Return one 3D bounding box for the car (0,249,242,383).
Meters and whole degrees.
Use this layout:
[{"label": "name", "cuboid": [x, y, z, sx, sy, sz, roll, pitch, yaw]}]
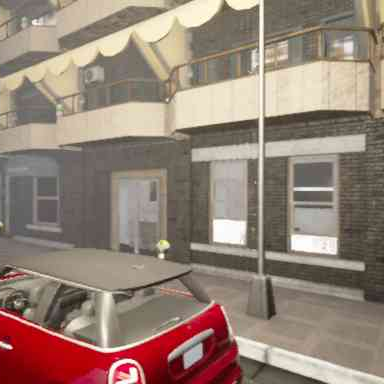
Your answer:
[{"label": "car", "cuboid": [-1.570, 1.424, 3.994, 4.097, 1.590, 1.967, 0, 0, 35]}]
